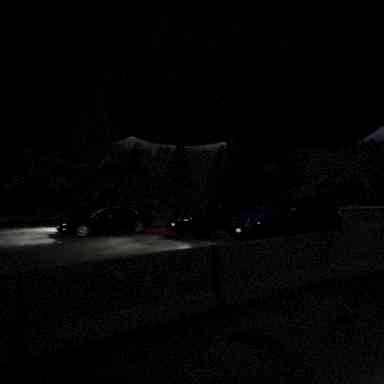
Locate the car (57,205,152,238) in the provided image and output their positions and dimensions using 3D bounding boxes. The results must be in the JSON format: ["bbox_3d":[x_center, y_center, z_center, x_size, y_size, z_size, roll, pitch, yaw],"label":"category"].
[{"bbox_3d":[-4.518,1.469,17.611,4.892,1.490,1.837,0,0,-32],"label":"car"}]

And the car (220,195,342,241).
[{"bbox_3d":[4.264,1.191,14.830,5.566,2.045,2.150,0,0,-30],"label":"car"}]

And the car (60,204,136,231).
[{"bbox_3d":[-5.862,1.521,20.885,4.181,1.385,1.994,0,0,-32],"label":"car"}]

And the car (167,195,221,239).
[{"bbox_3d":[1.484,1.186,17.243,5.566,2.045,2.150,0,0,-31],"label":"car"}]
